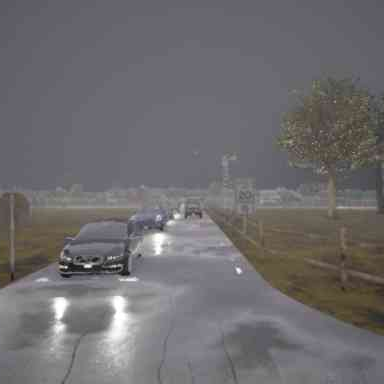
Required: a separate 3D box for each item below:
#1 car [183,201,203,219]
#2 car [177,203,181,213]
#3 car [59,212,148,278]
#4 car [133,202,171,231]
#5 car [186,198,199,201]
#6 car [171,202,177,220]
[{"bbox_3d":[0.134,1.970,34.873,1.837,1.490,4.892,-1,-1,0],"label":"car"},{"bbox_3d":[-2.695,2.276,49.179,2.128,1.511,4.902,-1,-1,0],"label":"car"},{"bbox_3d":[-2.683,1.623,10.693,1.837,1.490,4.892,0,-1,-2],"label":"car"},{"bbox_3d":[-2.831,1.647,22.687,2.097,1.767,4.553,-1,-1,0],"label":"car"},{"bbox_3d":[0.061,1.868,45.251,2.150,2.045,5.566,-1,-1,0],"label":"car"},{"bbox_3d":[-2.807,1.974,33.601,1.837,1.490,4.892,-1,-1,0],"label":"car"}]
